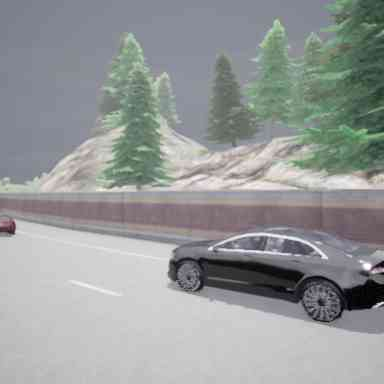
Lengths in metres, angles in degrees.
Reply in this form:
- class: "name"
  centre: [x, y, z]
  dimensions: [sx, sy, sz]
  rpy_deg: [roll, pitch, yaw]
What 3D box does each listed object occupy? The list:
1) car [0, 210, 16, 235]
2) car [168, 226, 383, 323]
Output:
- class: "car"
  centre: [-11.610, 1.682, 18.886]
  dimensions: [4.181, 1.385, 1.994]
  rpy_deg: [0, 0, 45]
- class: "car"
  centre: [1.647, 1.517, 7.283]
  dimensions: [4.902, 1.511, 2.128]
  rpy_deg: [0, 0, 37]
